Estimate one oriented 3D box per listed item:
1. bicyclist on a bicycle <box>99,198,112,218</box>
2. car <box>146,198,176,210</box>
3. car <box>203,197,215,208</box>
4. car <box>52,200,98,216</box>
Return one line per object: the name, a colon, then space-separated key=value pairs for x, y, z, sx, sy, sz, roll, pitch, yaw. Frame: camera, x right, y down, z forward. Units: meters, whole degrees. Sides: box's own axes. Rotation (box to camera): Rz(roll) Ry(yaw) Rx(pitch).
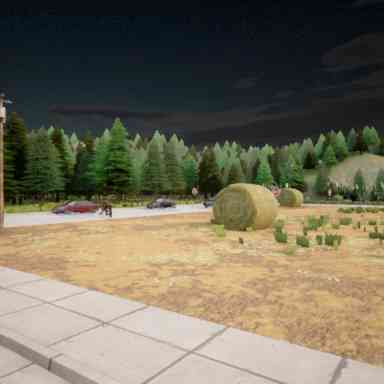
bicyclist on a bicycle: x=-7.010 y=1.324 z=27.018 sx=1.656 sy=1.620 sz=0.582 roll=0 pitch=0 yaw=36
car: x=-3.940 y=1.548 z=43.747 sx=1.812 sy=1.442 sz=4.674 roll=0 pitch=0 yaw=36
car: x=3.530 y=1.514 z=47.769 sx=2.128 sy=1.511 sz=4.902 roll=0 pitch=0 yaw=37
car: x=-11.623 y=1.548 z=33.358 sx=1.812 sy=1.442 sz=4.674 roll=0 pitch=0 yaw=37
